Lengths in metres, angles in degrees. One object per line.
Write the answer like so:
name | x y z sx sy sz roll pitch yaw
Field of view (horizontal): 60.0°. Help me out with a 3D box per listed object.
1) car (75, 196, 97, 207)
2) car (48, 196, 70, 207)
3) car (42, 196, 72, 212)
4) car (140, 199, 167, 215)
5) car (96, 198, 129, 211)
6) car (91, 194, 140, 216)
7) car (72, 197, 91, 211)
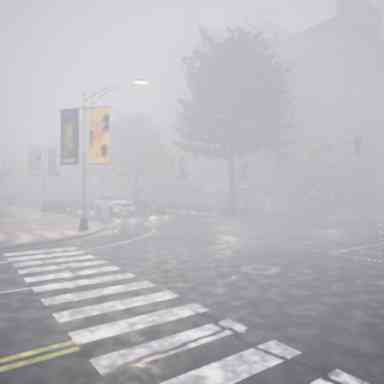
car | -15.947 1.430 49.865 1.812 1.442 4.674 0 0 -36
car | -19.561 1.362 48.897 1.882 1.535 5.008 0 0 -35
car | -15.730 1.502 38.168 1.895 1.301 4.718 0 0 -36
car | -4.332 1.475 33.740 1.837 1.490 4.892 0 0 -36
car | -10.034 1.485 41.639 2.033 1.411 5.357 0 0 -36
car | -7.560 1.175 32.230 2.150 2.045 5.566 0 0 -36
car | -13.572 1.466 40.561 2.033 1.411 5.357 0 0 -36
